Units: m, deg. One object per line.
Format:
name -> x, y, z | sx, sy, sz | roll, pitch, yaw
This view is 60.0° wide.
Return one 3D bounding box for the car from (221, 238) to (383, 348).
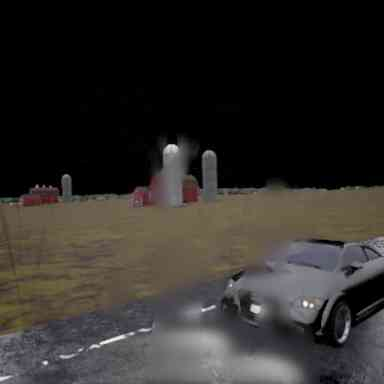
car -> 2.495, 1.642, 6.505 | 4.181, 1.385, 1.994 | 0, -1, -42
